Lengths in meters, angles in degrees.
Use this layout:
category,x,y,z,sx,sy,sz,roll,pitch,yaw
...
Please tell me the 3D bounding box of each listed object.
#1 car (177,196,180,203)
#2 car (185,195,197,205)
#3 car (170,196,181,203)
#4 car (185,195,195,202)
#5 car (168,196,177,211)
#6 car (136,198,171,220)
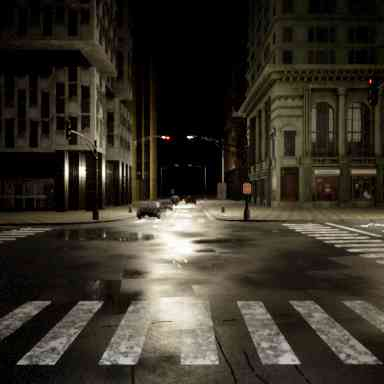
category,x,y,z,sx,sy,sz,roll,pitch,yaw
car,-3.302,1.515,52.134,1.994,1.385,4.181,0,0,-1
car,-0.218,1.462,59.063,1.812,1.442,4.674,0,0,-1
car,-3.388,1.529,67.868,2.033,1.411,5.357,0,0,0
car,-0.427,1.454,73.760,1.994,1.385,4.181,0,0,0
car,-3.257,1.518,40.672,2.033,1.411,5.357,0,0,-1
car,-3.377,1.534,28.746,2.033,1.411,5.357,0,0,4
